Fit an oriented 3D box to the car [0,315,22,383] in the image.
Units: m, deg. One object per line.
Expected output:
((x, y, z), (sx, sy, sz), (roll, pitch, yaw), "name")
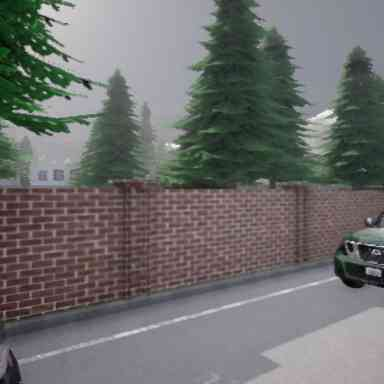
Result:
((-3.505, 1.492, 1.490), (4.902, 1.511, 2.128), (0, 0, -36), "car")

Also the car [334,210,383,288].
((5.846, 1.229, 8.150), (5.566, 2.045, 2.150), (0, 0, -35), "car")
